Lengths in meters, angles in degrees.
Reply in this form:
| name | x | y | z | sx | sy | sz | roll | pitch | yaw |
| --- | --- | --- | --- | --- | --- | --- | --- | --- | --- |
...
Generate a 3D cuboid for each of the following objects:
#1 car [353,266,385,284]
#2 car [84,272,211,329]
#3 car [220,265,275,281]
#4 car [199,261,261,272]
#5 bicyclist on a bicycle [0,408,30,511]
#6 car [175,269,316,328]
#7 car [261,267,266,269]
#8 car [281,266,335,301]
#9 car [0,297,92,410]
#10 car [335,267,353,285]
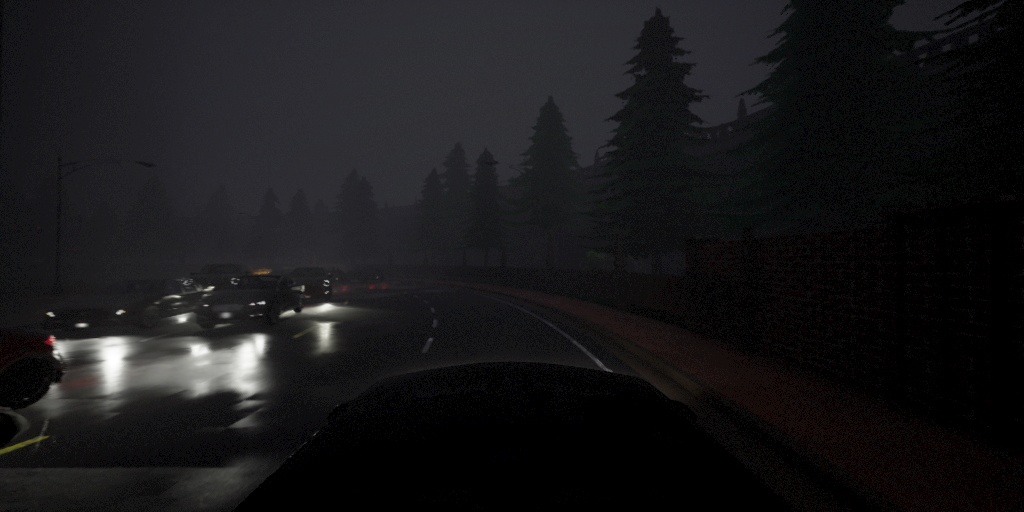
| name | x | y | z | sx | sy | sz | roll | pitch | yaw |
| --- | --- | --- | --- | --- | --- | --- | --- | --- | --- |
| car | -13.320 | 1.636 | 32.301 | 4.902 | 1.511 | 2.128 | -1 | -1 | 42 |
| car | -11.856 | 1.427 | 11.772 | 2.033 | 1.411 | 5.357 | 0 | -1 | -17 |
| car | -26.457 | 1.667 | 35.892 | 5.008 | 1.535 | 1.882 | 0 | -1 | 19 |
| car | -13.559 | 1.106 | 16.841 | 2.097 | 1.767 | 4.553 | 0 | -1 | -28 |
| bicyclist on a bicycle | -3.160 | 1.205 | 1.858 | 1.656 | 1.620 | 0.582 | -1 | -1 | 0 |
| car | -8.474 | 1.375 | 12.097 | 2.128 | 1.511 | 4.902 | 0 | -1 | -17 |
| car | -16.326 | 1.612 | 26.096 | 5.357 | 1.411 | 2.033 | -1 | -1 | 44 |
| car | -10.465 | 1.318 | 18.474 | 2.097 | 1.767 | 4.553 | 0 | -1 | -28 |
| car | -7.360 | 1.335 | 3.364 | 1.994 | 1.385 | 4.181 | 0 | -1 | -4 |
| car | -15.547 | 1.603 | 29.727 | 4.902 | 1.511 | 2.128 | -1 | -1 | 41 |
